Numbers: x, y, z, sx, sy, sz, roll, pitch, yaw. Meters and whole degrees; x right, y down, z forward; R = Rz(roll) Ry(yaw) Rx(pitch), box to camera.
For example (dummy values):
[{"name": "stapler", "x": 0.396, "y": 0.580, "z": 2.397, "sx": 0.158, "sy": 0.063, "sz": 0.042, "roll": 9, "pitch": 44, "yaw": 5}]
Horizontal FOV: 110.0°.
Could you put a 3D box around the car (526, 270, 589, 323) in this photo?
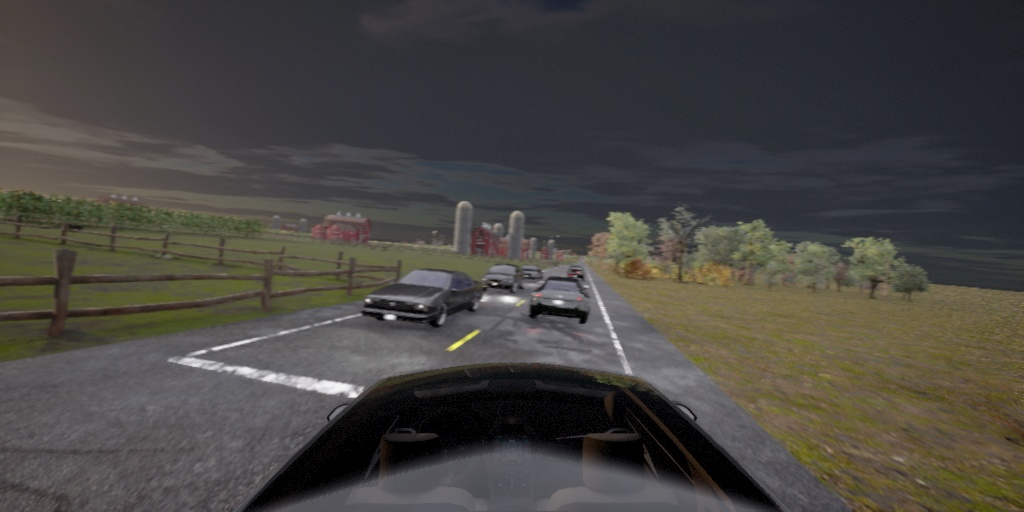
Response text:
[{"name": "car", "x": 1.863, "y": 1.471, "z": 13.325, "sx": 1.994, "sy": 1.385, "sz": 4.181, "roll": 5, "pitch": 0, "yaw": 11}]

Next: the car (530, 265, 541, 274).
[{"name": "car", "x": 1.555, "y": 1.445, "z": 30.633, "sx": 1.994, "sy": 1.385, "sz": 4.181, "roll": 5, "pitch": 0, "yaw": 12}]

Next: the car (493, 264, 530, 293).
[{"name": "car", "x": -0.406, "y": 1.223, "z": 20.785, "sx": 1.837, "sy": 1.490, "sz": 4.892, "roll": 5, "pitch": 0, "yaw": 11}]

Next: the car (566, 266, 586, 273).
[{"name": "car", "x": 6.944, "y": 1.837, "z": 38.884, "sx": 1.837, "sy": 1.490, "sz": 4.892, "roll": 5, "pitch": 0, "yaw": 11}]

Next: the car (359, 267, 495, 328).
[{"name": "car", "x": -2.333, "y": 1.105, "z": 11.087, "sx": 2.033, "sy": 1.411, "sz": 5.357, "roll": 5, "pitch": 0, "yaw": 11}]
